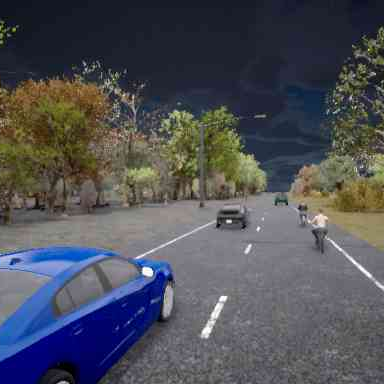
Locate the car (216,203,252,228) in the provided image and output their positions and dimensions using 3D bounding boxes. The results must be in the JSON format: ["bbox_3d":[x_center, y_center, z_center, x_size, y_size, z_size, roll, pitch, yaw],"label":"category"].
[{"bbox_3d":[2.829,1.504,22.204,1.837,1.490,4.892,0,0,14],"label":"car"}]

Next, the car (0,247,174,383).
[{"bbox_3d":[-1.707,1.477,4.405,1.882,1.535,5.008,0,0,14],"label":"car"}]

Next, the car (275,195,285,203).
[{"bbox_3d":[18.982,1.481,71.812,1.882,1.535,5.008,0,0,14],"label":"car"}]

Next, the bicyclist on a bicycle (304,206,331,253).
[{"bbox_3d":[4.856,1.436,12.586,0.866,1.612,1.509,0,0,15],"label":"bicyclist on a bicycle"}]

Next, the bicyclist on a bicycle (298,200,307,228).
[{"bbox_3d":[7.122,1.370,21.368,0.659,1.776,1.843,0,0,14],"label":"bicyclist on a bicycle"}]

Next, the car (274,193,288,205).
[{"bbox_3d":[15.461,1.223,57.589,2.150,2.045,5.566,0,0,14],"label":"car"}]
